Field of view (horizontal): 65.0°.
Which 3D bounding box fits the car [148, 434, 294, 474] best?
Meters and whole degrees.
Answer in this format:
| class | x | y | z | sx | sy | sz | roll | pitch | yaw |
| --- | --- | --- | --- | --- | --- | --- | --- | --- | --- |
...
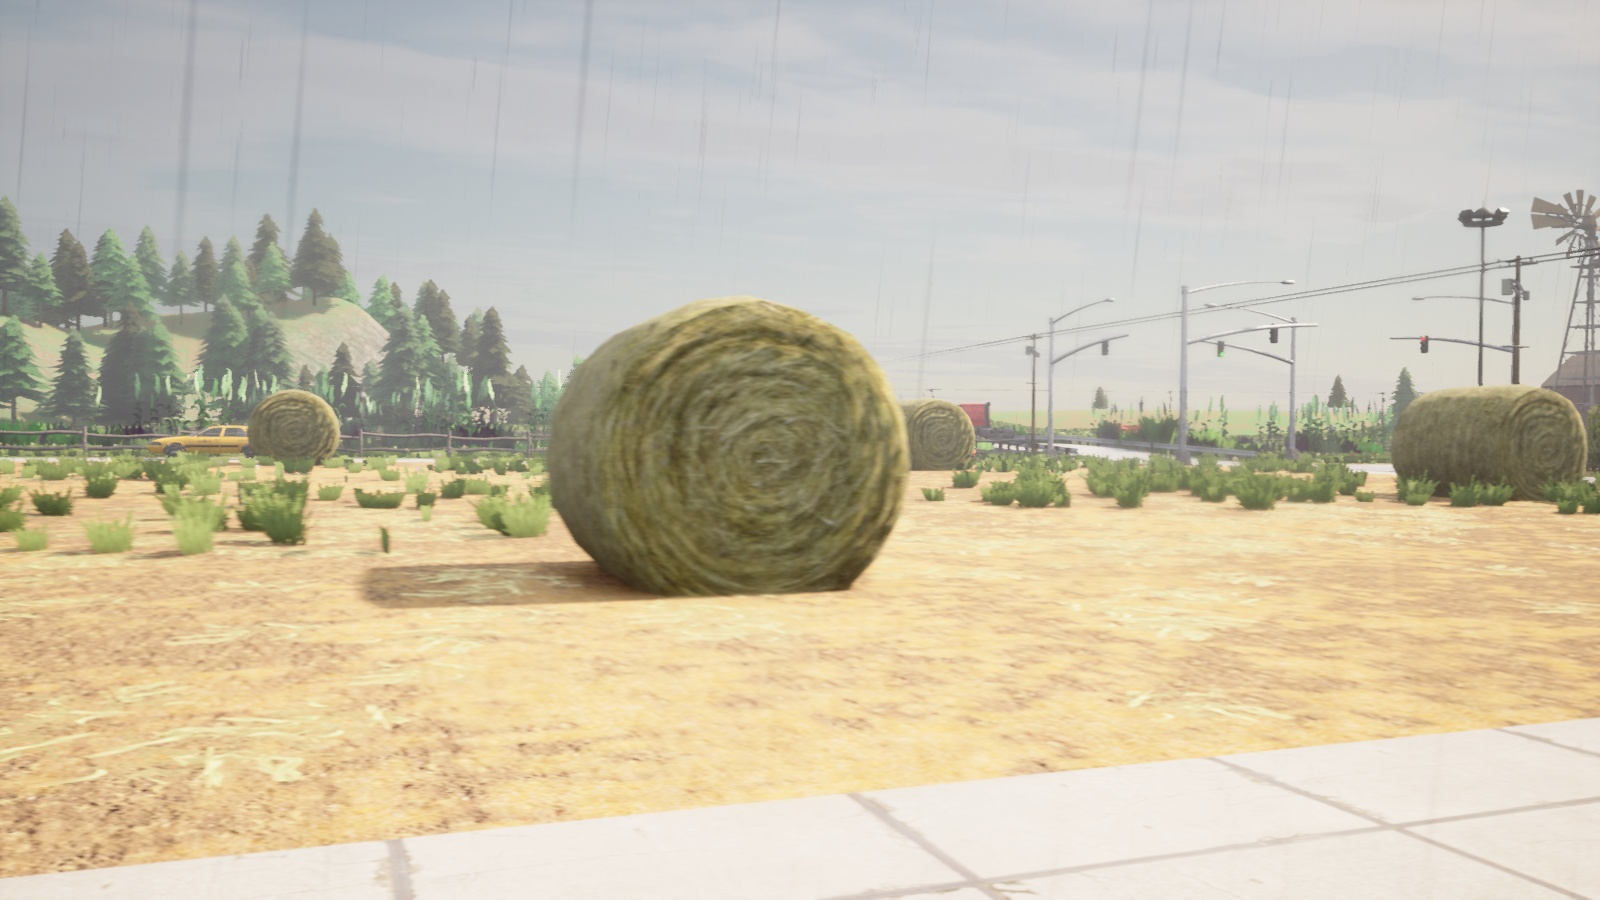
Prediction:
| class | x | y | z | sx | sy | sz | roll | pitch | yaw |
| --- | --- | --- | --- | --- | --- | --- | --- | --- | --- |
| car | -24.253 | 0.131 | 52.839 | 5.366 | 1.575 | 1.801 | -1 | 1 | -17 |
